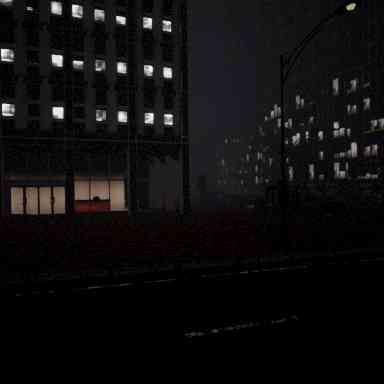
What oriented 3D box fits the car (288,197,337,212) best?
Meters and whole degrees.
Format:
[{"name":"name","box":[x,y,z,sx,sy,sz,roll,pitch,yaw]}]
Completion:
[{"name":"car","box":[13.093,1.313,36.546,2.033,1.411,5.357,-1,1,-20]}]

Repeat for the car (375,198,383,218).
[{"name":"car","box":[16.907,1.216,26.077,2.097,1.767,4.553,-1,1,-21]}]

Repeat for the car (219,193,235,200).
[{"name":"car","box":[7.263,0.954,69.615,1.802,1.307,4.206,0,1,-20]}]

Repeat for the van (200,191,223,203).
[{"name":"van","box":[3.261,0.952,56.070,1.690,1.788,3.998,0,1,-20]}]

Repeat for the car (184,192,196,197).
[{"name":"car","box":[-0.489,0.710,90.985,2.008,1.369,4.403,0,1,-20]}]

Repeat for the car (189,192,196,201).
[{"name":"car","box":[-0.615,1.056,66.758,2.008,1.369,4.403,0,1,-20]}]

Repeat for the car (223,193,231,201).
[{"name":"car","box":[7.924,1.023,60.174,1.812,1.442,4.674,-1,1,-20]}]

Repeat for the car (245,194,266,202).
[{"name":"car","box":[11.139,1.059,58.928,1.802,1.307,4.206,0,1,-20]}]

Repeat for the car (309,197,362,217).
[{"name":"car","box":[12.829,1.434,29.314,1.947,1.339,4.313,0,1,-20]}]

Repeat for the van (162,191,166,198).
[{"name":"van","box":[-6.430,0.687,82.785,1.690,1.788,3.998,0,1,-20]}]

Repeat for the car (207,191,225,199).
[{"name":"car","box":[5.324,0.634,74.955,2.192,1.841,5.009,0,1,-20]}]

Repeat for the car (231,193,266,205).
[{"name":"car","box":[8.303,1.186,49.802,2.033,1.411,5.357,-1,1,-20]}]

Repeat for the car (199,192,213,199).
[{"name":"car","box":[3.386,0.706,80.299,1.967,1.590,4.097,0,1,-20]}]

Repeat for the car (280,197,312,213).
[{"name":"car","box":[10.908,1.399,34.665,1.802,1.307,4.206,0,1,-20]}]

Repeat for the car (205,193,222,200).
[{"name":"car","box":[4.502,0.930,69.608,1.812,1.442,4.674,-1,1,-20]}]

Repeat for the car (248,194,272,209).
[{"name":"car","box":[9.025,1.331,40.027,1.947,1.339,4.313,0,1,-20]}]
